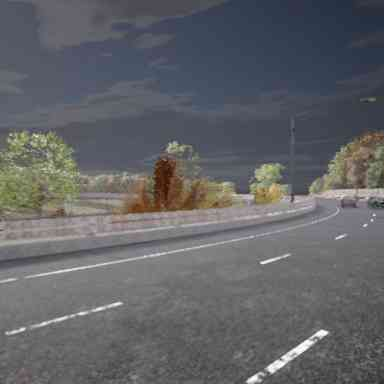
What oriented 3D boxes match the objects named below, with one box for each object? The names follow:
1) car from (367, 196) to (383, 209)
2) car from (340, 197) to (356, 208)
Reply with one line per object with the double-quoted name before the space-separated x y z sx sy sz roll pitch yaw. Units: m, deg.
"car" 26.072 1.398 46.886 2.097 1.767 4.553 0 0 20
"car" 23.566 1.536 50.286 2.128 1.511 4.902 0 0 19
